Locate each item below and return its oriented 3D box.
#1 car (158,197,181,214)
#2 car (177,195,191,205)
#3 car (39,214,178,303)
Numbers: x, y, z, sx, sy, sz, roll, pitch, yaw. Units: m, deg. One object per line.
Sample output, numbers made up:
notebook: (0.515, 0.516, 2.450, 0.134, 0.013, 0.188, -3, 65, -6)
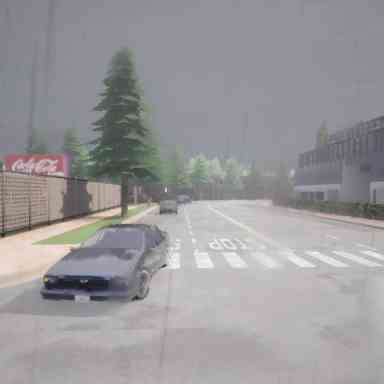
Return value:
car: (-2.317, 1.549, 33.501, 1.837, 1.490, 4.892, 0, 0, -2)
car: (-1.849, 1.301, 59.070, 2.097, 1.767, 4.553, 0, 0, 19)
car: (-1.737, 1.552, 8.691, 2.033, 1.411, 5.357, 0, 0, 6)
